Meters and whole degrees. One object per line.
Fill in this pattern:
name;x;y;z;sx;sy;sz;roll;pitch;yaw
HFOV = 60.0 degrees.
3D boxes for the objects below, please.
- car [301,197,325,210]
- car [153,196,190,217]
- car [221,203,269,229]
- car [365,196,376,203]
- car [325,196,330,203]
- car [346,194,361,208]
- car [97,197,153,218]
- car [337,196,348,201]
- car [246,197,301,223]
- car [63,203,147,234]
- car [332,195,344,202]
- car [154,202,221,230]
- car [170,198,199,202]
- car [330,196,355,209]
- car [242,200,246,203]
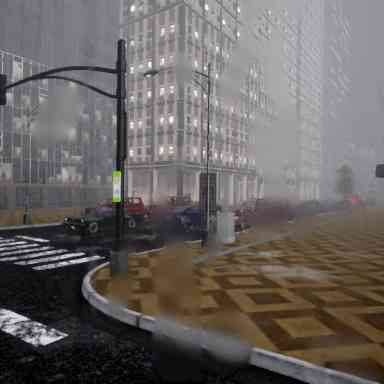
car;15.856;1.644;44.465;1.994;1.385;4.181;1;1;35
car;-1.843;1.283;28.964;2.192;1.841;5.009;1;0;35
car;3.223;1.668;22.038;1.802;1.307;4.206;1;0;35
car;39.470;1.598;73.528;1.967;1.590;4.097;1;1;35
car;29.832;1.617;73.548;1.802;1.307;4.206;1;1;35
car;25.388;1.366;52.882;2.150;2.045;5.566;1;1;35
car;-5.498;1.275;23.794;2.192;1.841;5.009;1;0;35
car;39.425;1.623;87.115;1.947;1.339;4.313;1;1;35
car;6.712;1.409;26.966;2.192;1.841;5.009;1;0;35
car;-5.164;1.595;19.747;1.895;1.301;4.718;1;1;35
car;36.140;1.571;82.468;1.752;1.417;4.829;1;1;35
car;-0.197;1.608;21.772;1.994;1.385;4.181;1;1;36
car;0.690;1.486;28.054;1.882;1.535;5.008;1;1;35
car;21.360;1.656;47.119;1.812;1.442;4.674;1;1;35
car;8.209;1.517;38.666;2.128;1.511;4.902;1;0;35
